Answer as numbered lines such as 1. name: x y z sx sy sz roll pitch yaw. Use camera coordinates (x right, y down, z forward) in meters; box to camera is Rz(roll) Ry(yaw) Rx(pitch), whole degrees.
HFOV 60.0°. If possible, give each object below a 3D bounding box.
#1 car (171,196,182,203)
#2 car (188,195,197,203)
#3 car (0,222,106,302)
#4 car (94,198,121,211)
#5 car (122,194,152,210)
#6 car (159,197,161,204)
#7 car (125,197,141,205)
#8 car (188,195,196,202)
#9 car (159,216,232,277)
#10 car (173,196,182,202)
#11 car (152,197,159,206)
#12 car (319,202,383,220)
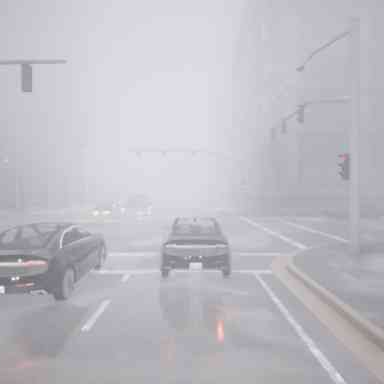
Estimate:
1. car: -3.447 1.553 69.605 1.837 1.490 4.892 0 0 0
2. car: 0.054 1.649 70.260 1.895 1.301 4.718 0 0 0
3. car: -3.484 1.496 8.252 2.128 1.511 4.902 0 0 -1
4. car: -10.566 1.597 40.931 1.994 1.385 4.181 0 0 0
5. car: -7.054 1.256 43.273 2.150 2.045 5.566 0 0 1
6. car: -6.951 1.599 64.052 2.033 1.411 5.357 0 0 0
7. car: -10.486 1.649 59.431 1.895 1.301 4.718 0 0 1
8. car: 0.061 1.525 79.305 1.882 1.535 5.008 0 0 0
9. car: 0.099 1.493 10.210 2.128 1.511 4.902 0 0 0
10. car: -3.439 1.587 79.308 2.033 1.411 5.357 0 0 0
11. car: -7.033 1.535 53.487 2.128 1.511 4.902 0 0 0
12. car: 13.234 1.514 26.902 5.357 1.411 2.033 0 0 0
